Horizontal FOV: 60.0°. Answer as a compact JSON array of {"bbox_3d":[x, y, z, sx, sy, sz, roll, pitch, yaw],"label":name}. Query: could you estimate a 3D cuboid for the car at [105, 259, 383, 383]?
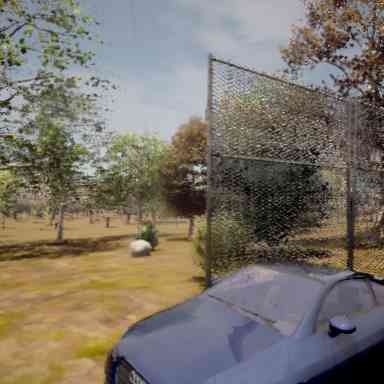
[{"bbox_3d":[1.157,1.570,3.901,4.181,1.385,1.994,0,0,-36],"label":"car"}]
